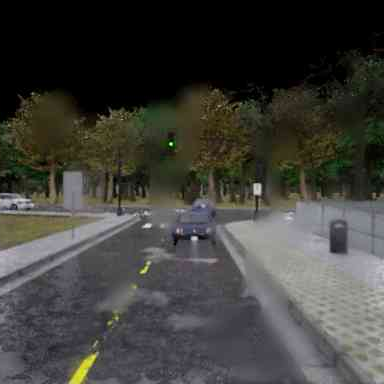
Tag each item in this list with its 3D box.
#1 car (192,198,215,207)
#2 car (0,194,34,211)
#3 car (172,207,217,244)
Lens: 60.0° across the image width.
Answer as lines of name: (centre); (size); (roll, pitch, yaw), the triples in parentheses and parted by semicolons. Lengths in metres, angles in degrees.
car: (1.100, 1.327, 31.990); (2.097, 1.767, 4.553); (0, 0, 1)
car: (-21.728, 1.215, 40.070); (5.566, 2.045, 2.150); (0, 0, 23)
car: (0.106, 1.596, 15.690); (1.895, 1.301, 4.718); (0, 0, 0)
